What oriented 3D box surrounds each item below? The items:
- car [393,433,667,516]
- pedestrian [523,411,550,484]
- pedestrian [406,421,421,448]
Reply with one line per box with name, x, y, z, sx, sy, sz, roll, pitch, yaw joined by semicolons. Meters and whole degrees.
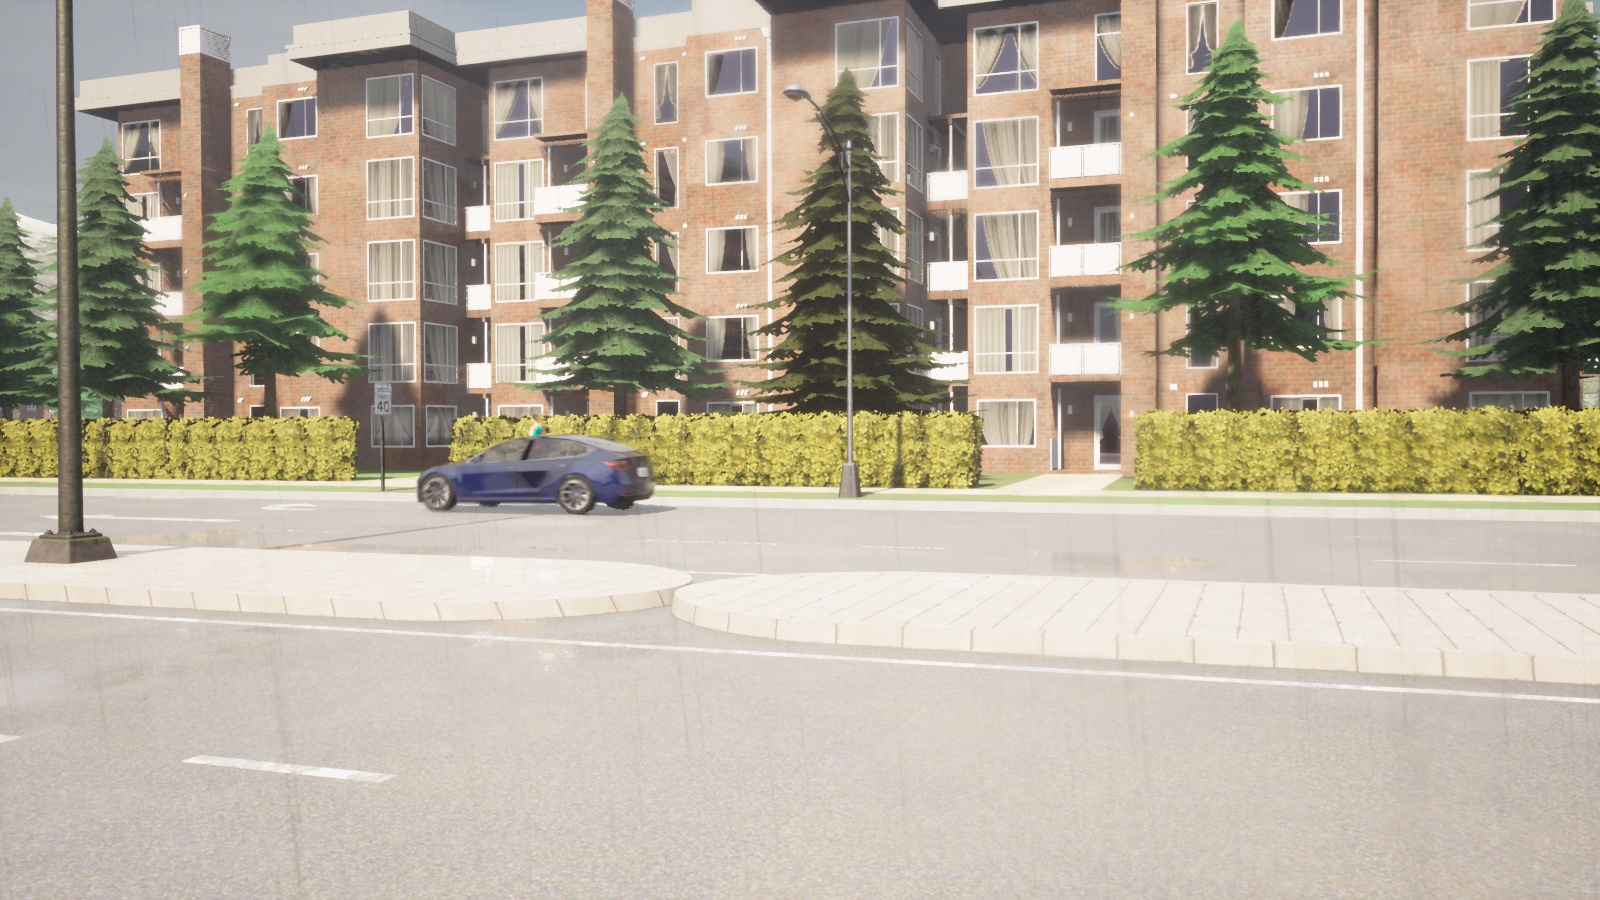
car;-5.254;0.413;24.556;4.792;1.488;2.163;1;1;19
pedestrian;-6.734;-0.073;32.072;0.594;1.836;0.345;1;1;26
pedestrian;-27.139;-1.058;88.173;0.563;1.883;0.849;1;1;21
